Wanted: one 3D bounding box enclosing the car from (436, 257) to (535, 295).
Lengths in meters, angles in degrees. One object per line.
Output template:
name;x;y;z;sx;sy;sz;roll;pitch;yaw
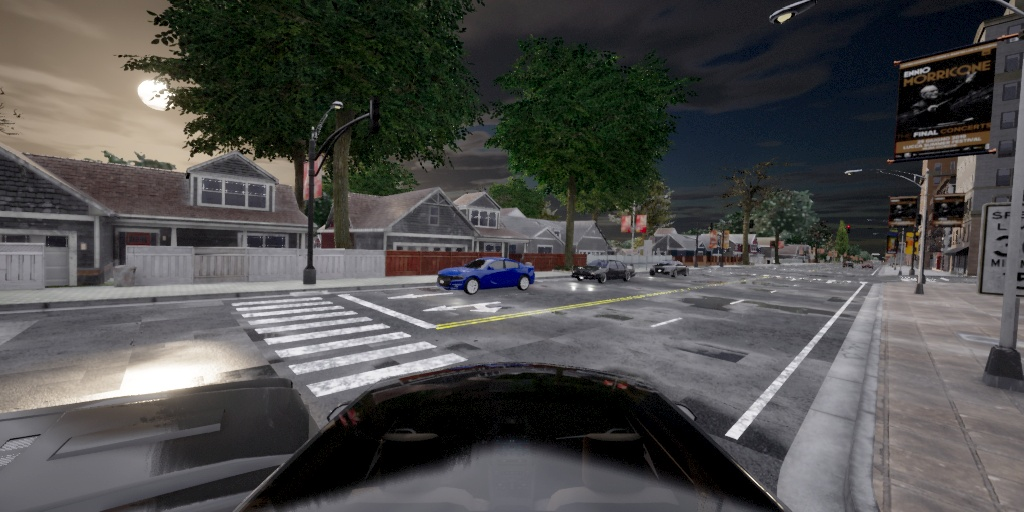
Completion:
car;-1.073;0.804;16.501;5.008;1.535;1.882;0;2;-44

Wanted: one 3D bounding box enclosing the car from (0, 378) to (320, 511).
car;-3.314;1.285;1.322;4.718;1.301;1.895;1;2;-34

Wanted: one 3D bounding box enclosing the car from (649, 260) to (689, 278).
car;13.331;1.019;30.300;4.181;1.385;1.994;1;2;-44

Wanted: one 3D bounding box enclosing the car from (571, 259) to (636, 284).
car;6.113;0.937;23.400;5.357;1.411;2.033;0;2;-44
